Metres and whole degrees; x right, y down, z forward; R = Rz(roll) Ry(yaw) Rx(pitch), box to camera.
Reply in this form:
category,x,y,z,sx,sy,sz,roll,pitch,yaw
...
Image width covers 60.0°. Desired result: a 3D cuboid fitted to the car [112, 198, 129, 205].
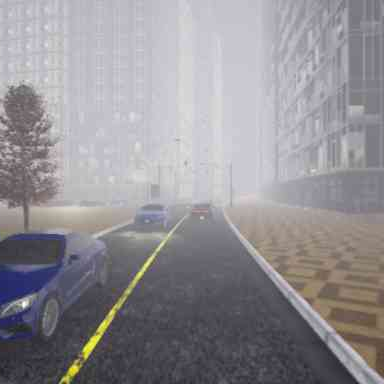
category,x,y,z,sx,sy,sz,roll,pitch,yaw
car,-13.665,1.741,60.673,4.403,1.369,2.008,-1,1,13

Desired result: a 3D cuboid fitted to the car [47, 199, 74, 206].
category,x,y,z,sx,sy,sz,roll,pitch,yaw
car,-24.613,1.932,63.260,4.313,1.339,1.947,-1,1,13

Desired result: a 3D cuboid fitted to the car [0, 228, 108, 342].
category,x,y,z,sx,sy,sz,roll,pitch,yaw
car,-3.004,1.514,6.613,1.812,1.442,4.674,0,0,1

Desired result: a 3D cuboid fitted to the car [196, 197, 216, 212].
category,x,y,z,sx,sy,sz,roll,pitch,yaw
car,1.696,1.444,38.746,2.128,1.511,4.902,0,0,5

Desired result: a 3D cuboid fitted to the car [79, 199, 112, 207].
category,x,y,z,sx,sy,sz,roll,pitch,yaw
car,-15.592,1.713,52.518,4.403,1.369,2.008,-1,1,13

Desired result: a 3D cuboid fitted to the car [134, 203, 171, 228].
category,x,y,z,sx,sy,sz,roll,pitch,yaw
car,-2.504,1.451,21.990,1.882,1.535,5.008,0,0,3

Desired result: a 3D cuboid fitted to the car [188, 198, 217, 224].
category,x,y,z,sx,sy,sz,roll,pitch,yaw
car,0.777,1.480,24.794,1.837,1.490,4.892,0,0,3
